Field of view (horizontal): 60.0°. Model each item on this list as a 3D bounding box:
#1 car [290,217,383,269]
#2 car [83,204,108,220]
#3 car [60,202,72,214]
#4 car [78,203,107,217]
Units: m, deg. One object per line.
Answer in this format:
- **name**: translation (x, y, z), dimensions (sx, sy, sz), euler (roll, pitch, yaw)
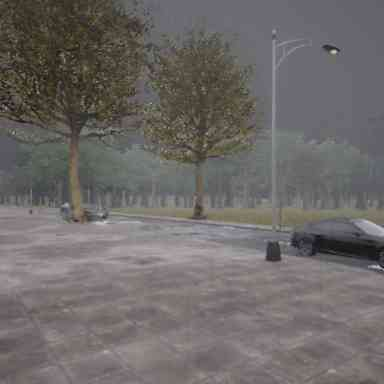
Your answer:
- **car**: translation (5.592, 1.632, 11.508), dimensions (1.812, 1.442, 4.674), euler (0, -1, -35)
- **car**: translation (-10.070, 2.079, 33.715), dimensions (2.128, 1.511, 4.902), euler (0, -1, -35)
- **car**: translation (-18.540, 2.329, 50.634), dimensions (2.097, 1.767, 4.553), euler (0, -1, -35)
- **car**: translation (-12.760, 2.261, 42.542), dimensions (2.128, 1.511, 4.902), euler (0, -1, -35)
